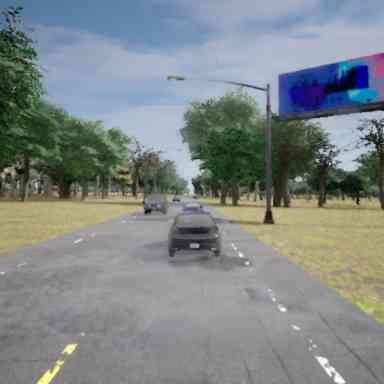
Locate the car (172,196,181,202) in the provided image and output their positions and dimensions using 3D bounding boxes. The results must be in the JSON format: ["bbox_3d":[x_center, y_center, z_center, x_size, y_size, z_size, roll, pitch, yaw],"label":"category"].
[{"bbox_3d":[-3.547,1.641,76.012,2.033,1.411,5.357,0,0,0],"label":"car"}]

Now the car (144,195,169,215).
[{"bbox_3d":[-3.619,1.287,34.596,2.150,2.045,5.566,0,0,0],"label":"car"}]

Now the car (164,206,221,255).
[{"bbox_3d":[0.086,1.517,13.279,1.837,1.490,4.892,0,0,0],"label":"car"}]

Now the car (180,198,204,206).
[{"bbox_3d":[0.077,1.574,29.516,1.812,1.442,4.674,0,0,0],"label":"car"}]
